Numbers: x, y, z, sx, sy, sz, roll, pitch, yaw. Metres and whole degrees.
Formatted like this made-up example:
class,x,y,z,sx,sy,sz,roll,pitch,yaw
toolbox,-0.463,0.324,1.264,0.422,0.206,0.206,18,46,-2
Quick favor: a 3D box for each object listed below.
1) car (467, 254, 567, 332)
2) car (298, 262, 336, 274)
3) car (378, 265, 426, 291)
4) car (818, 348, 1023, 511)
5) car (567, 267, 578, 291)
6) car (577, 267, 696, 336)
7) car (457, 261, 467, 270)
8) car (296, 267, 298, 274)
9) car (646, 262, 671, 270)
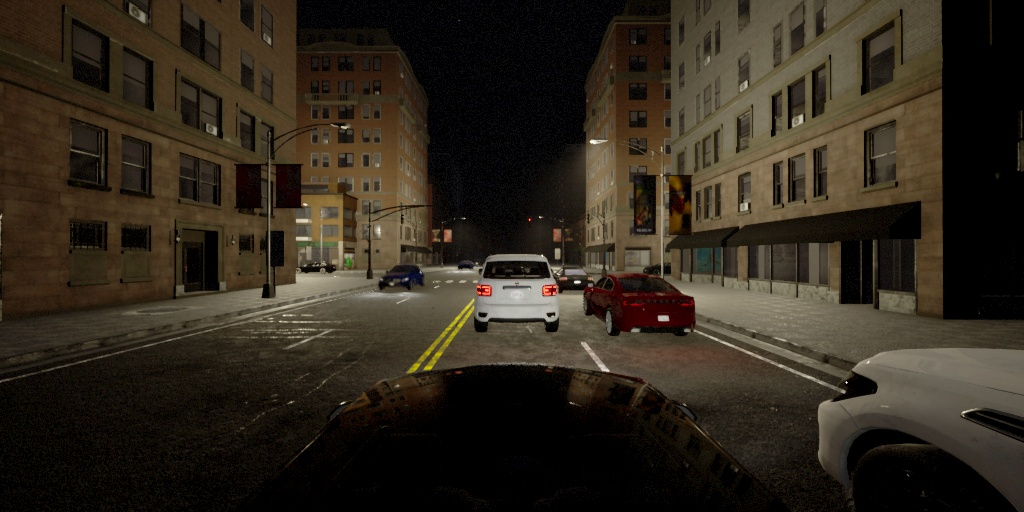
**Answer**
class,x,y,z,sx,sy,sz,roll,pitch,yaw
car,0.116,0.971,10.963,2.150,2.045,5.566,0,0,0
car,-22.070,1.326,40.283,4.313,1.339,1.948,0,0,0
car,-6.583,1.274,22.001,1.812,1.442,4.674,0,0,0
car,3.347,0.972,0.237,2.150,2.045,5.566,0,0,0
car,3.376,1.313,20.485,1.994,1.385,4.181,0,0,0
car,3.362,1.228,10.397,1.882,1.535,5.008,0,0,0
car,-6.529,1.344,50.824,1.895,1.301,4.718,0,0,0
car,-22.123,1.169,32.258,4.097,1.591,1.967,0,0,0
car,16.085,1.351,37.847,4.181,1.385,1.994,0,0,0
